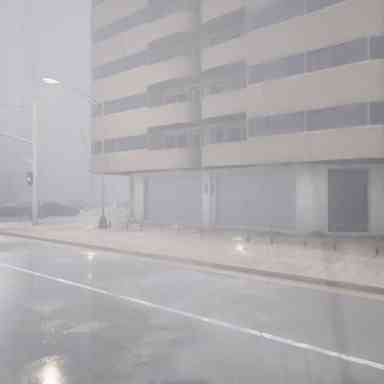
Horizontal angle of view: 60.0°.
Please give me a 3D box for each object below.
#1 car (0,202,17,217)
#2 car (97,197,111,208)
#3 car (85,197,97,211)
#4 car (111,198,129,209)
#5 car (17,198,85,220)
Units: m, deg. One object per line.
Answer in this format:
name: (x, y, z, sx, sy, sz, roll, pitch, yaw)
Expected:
car: (-16.449, 1.601, 28.221, 1.895, 1.301, 4.718, 0, 0, 37)
car: (-12.964, 1.505, 45.014, 1.837, 1.490, 4.892, 0, 0, 37)
car: (-13.765, 1.505, 38.056, 1.837, 1.490, 4.892, 0, 0, 37)
car: (-8.138, 1.478, 45.646, 1.882, 1.535, 5.008, 0, 0, 37)
car: (-11.945, 1.525, 28.418, 1.812, 1.442, 4.674, 0, 0, 37)
